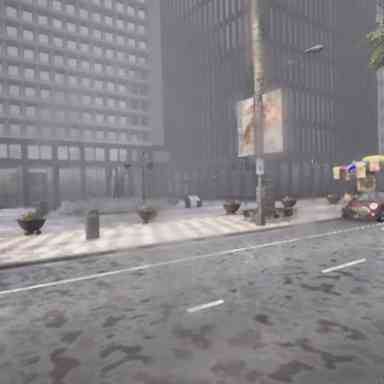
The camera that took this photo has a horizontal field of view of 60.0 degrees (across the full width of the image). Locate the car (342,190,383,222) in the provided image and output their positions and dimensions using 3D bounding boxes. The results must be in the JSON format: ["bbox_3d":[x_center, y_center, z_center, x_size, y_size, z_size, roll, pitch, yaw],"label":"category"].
[{"bbox_3d":[10.904,0.697,19.779,4.553,1.767,2.185,-2,1,-36],"label":"car"}]
